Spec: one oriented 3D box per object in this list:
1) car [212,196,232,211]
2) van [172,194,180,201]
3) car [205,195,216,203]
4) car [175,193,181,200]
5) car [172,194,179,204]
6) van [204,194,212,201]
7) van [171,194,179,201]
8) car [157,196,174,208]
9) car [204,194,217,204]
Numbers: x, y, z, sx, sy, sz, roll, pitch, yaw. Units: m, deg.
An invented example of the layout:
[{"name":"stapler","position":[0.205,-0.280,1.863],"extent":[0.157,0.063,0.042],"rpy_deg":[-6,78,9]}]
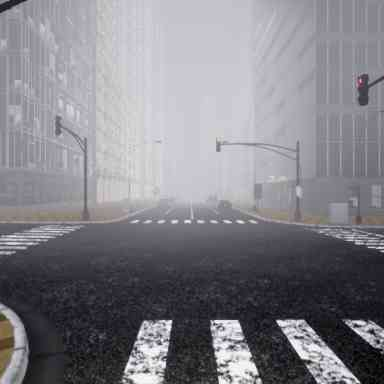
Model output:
[{"name":"car","position":[3.976,1.579,41.824],"extent":[1.947,1.339,4.313],"rpy_deg":[0,0,0]},{"name":"van","position":[-4.088,1.314,86.019],"extent":[1.690,1.788,3.998],"rpy_deg":[0,0,0]},{"name":"car","position":[3.843,1.431,69.461],"extent":[1.967,1.590,4.097],"rpy_deg":[0,0,0]},{"name":"car","position":[-4.054,1.425,74.964],"extent":[1.967,1.590,4.097],"rpy_deg":[0,0,0]},{"name":"car","position":[-4.020,1.563,63.909],"extent":[1.947,1.339,4.313],"rpy_deg":[0,0,0]},{"name":"van","position":[3.809,1.320,80.516],"extent":[1.690,1.788,3.998],"rpy_deg":[0,0,0]},{"name":"van","position":[-4.071,1.320,80.492],"extent":[1.690,1.788,3.998],"rpy_deg":[0,0,0]},{"name":"car","position":[-3.970,1.592,47.326],"extent":[1.802,1.307,4.206],"rpy_deg":[0,0,0]},{"name":"car","position":[3.860,1.312,63.932],"extent":[2.192,1.841,5.009],"rpy_deg":[0,0,0]}]
